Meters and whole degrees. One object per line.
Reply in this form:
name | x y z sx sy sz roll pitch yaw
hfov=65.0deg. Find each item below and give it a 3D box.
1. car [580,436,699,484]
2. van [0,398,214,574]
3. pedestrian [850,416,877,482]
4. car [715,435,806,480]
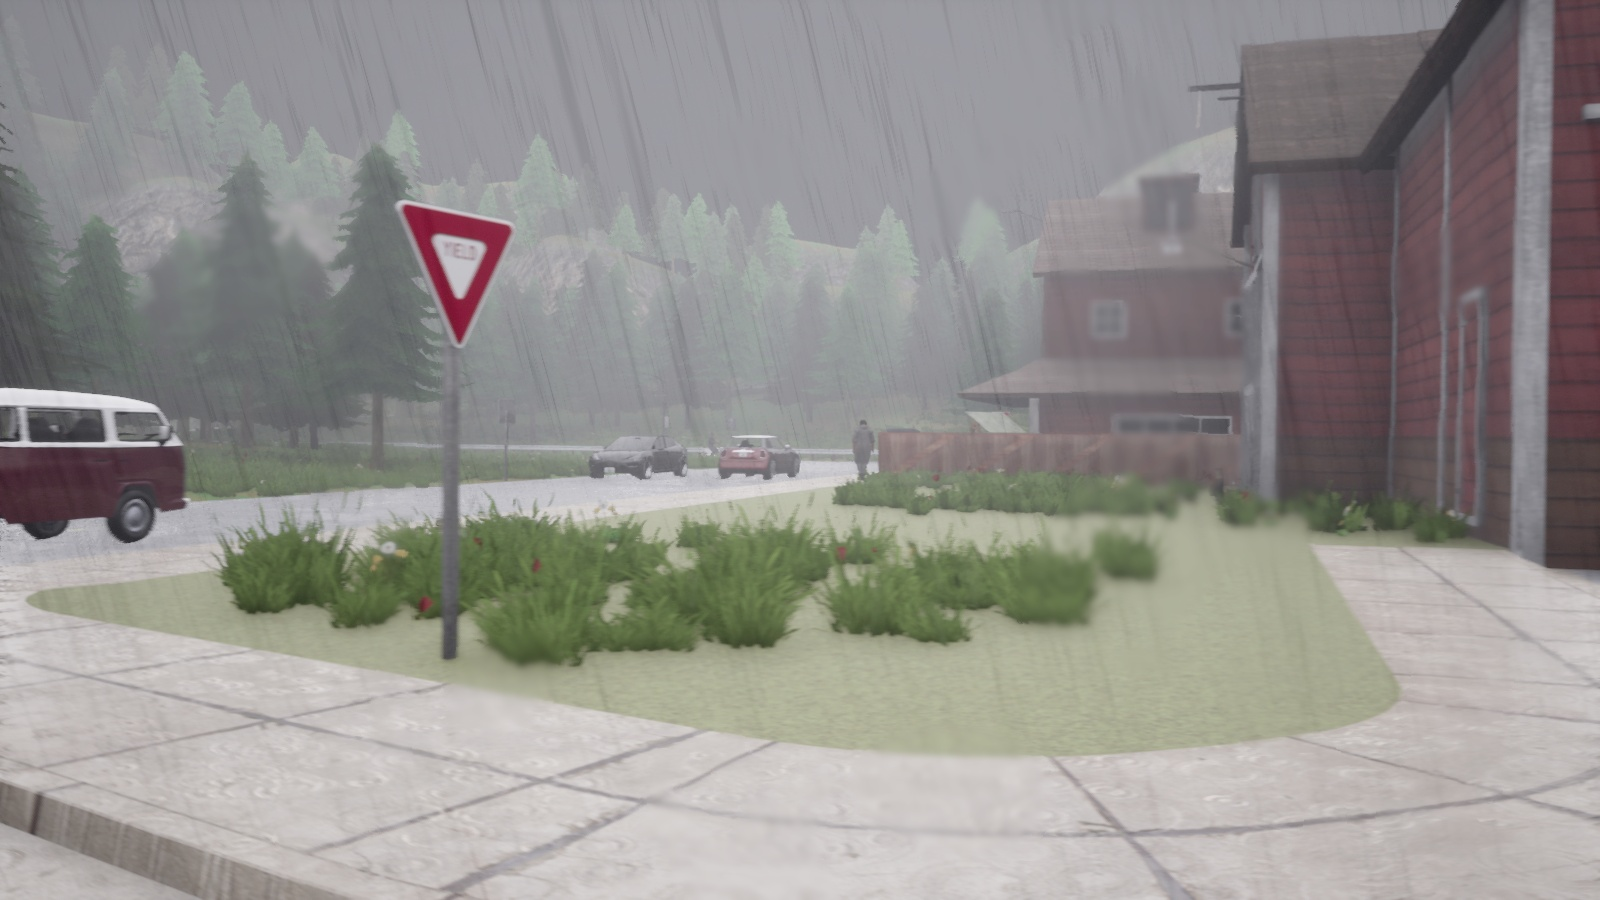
car | -5.327 0.301 42.339 2.163 1.488 4.792 0 1 17
van | -9.943 0.409 15.906 2.069 2.038 4.480 0 1 17
pedestrian | 1.901 -0.046 37.684 0.659 1.952 0.873 -1 1 -8
car | -1.313 0.217 43.445 1.970 1.475 3.806 0 1 17
